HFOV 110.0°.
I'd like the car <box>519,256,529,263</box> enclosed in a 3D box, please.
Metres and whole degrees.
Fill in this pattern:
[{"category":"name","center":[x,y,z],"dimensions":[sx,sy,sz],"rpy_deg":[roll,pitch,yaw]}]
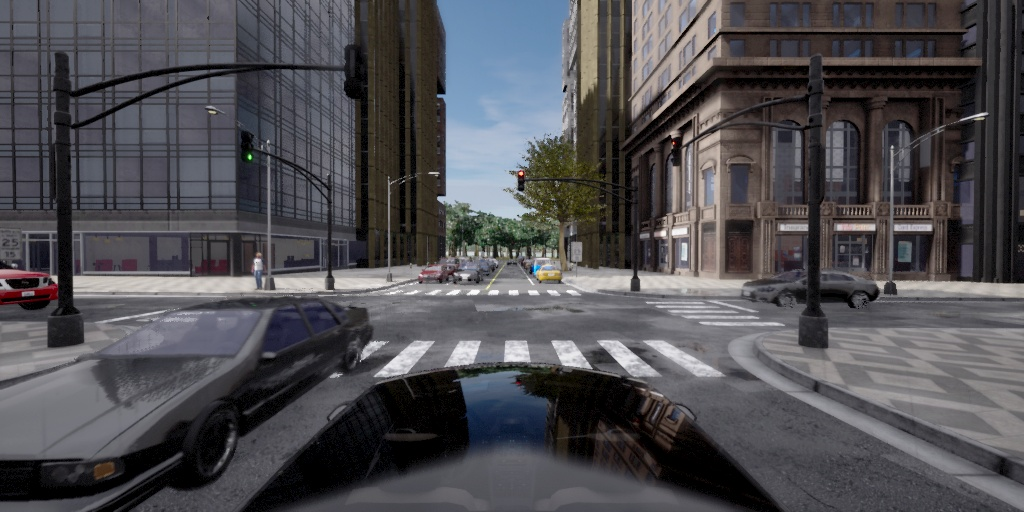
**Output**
[{"category":"car","center":[2.692,1.201,61.085],"dimensions":[2.007,1.370,4.403],"rpy_deg":[0,0,0]}]

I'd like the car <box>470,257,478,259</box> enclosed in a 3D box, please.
[{"category":"car","center":[-5.813,1.011,44.030],"dimensions":[2.192,1.841,5.009],"rpy_deg":[0,0,0]}]

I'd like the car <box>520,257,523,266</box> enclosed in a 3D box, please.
[{"category":"car","center":[2.699,1.212,55.406],"dimensions":[1.888,1.381,4.507],"rpy_deg":[0,0,0]}]

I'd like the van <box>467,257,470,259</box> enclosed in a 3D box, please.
[{"category":"van","center":[-5.806,1.049,38.350],"dimensions":[1.690,1.789,3.998],"rpy_deg":[0,0,0]}]

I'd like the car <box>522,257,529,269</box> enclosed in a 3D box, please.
[{"category":"car","center":[2.705,1.207,49.897],"dimensions":[1.751,1.417,4.829],"rpy_deg":[0,0,0]}]

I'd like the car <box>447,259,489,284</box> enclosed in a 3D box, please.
[{"category":"car","center":[-3.135,1.220,26.500],"dimensions":[2.128,1.511,4.902],"rpy_deg":[0,0,1]}]

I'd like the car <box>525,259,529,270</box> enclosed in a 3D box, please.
[{"category":"car","center":[2.719,1.274,38.368],"dimensions":[1.948,1.339,4.313],"rpy_deg":[0,0,0]}]

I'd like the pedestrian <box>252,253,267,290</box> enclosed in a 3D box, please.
[{"category":"pedestrian","center":[-12.542,0.741,17.809],"dimensions":[0.375,1.860,0.375],"rpy_deg":[0,0,0]}]

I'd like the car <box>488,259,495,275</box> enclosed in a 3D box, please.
[{"category":"car","center":[-3.134,1.260,36.323],"dimensions":[2.033,1.411,5.357],"rpy_deg":[0,0,0]}]

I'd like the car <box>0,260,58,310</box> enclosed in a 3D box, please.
[{"category":"car","center":[-18.386,0.841,11.553],"dimensions":[5.566,2.045,2.150],"rpy_deg":[1,1,0]}]

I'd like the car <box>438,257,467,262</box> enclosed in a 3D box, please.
[{"category":"car","center":[-5.800,1.034,32.669],"dimensions":[2.192,1.841,5.009],"rpy_deg":[0,0,0]}]

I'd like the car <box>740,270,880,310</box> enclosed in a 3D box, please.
[{"category":"car","center":[12.187,1.317,14.854],"dimensions":[4.902,1.511,2.128],"rpy_deg":[0,1,0]}]

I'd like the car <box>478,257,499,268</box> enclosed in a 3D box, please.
[{"category":"car","center":[-3.140,1.182,46.434],"dimensions":[2.128,1.511,4.902],"rpy_deg":[0,0,0]}]

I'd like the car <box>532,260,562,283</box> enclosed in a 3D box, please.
[{"category":"car","center":[2.732,1.254,27.178],"dimensions":[1.751,1.417,4.829],"rpy_deg":[0,0,0]}]

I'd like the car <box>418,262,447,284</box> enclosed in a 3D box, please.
[{"category":"car","center":[-5.793,1.310,26.989],"dimensions":[1.802,1.307,4.207],"rpy_deg":[0,0,0]}]

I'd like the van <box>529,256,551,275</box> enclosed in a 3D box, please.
[{"category":"van","center":[2.726,1.060,32.688],"dimensions":[1.690,1.789,3.998],"rpy_deg":[0,0,0]}]

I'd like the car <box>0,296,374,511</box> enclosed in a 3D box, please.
[{"category":"car","center":[-3.565,1.296,4.805],"dimensions":[2.033,1.411,5.357],"rpy_deg":[0,0,-2]}]
